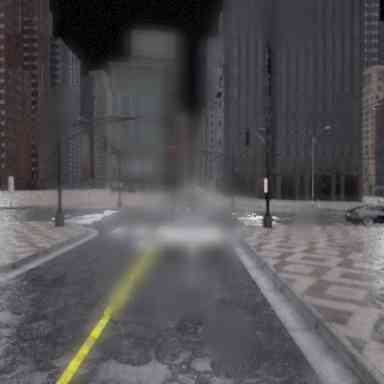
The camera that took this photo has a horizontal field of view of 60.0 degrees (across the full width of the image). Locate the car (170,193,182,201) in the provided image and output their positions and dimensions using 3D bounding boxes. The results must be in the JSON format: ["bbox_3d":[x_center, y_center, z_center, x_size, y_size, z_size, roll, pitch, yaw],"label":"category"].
[{"bbox_3d":[-2.890,0.821,61.202,2.033,1.411,5.357,0,1,1],"label":"car"}]

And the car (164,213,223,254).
[{"bbox_3d":[-0.065,1.449,12.651,1.895,1.301,4.718,0,1,-3],"label":"car"}]

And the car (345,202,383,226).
[{"bbox_3d":[12.189,1.521,21.482,4.313,1.339,1.947,1,0,0],"label":"car"}]
